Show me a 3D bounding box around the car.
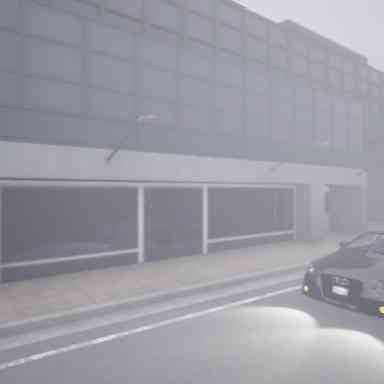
[{"bbox_3d":[4.225,1.544,6.984,4.181,1.385,1.994,0,0,-35],"label":"car"}]
